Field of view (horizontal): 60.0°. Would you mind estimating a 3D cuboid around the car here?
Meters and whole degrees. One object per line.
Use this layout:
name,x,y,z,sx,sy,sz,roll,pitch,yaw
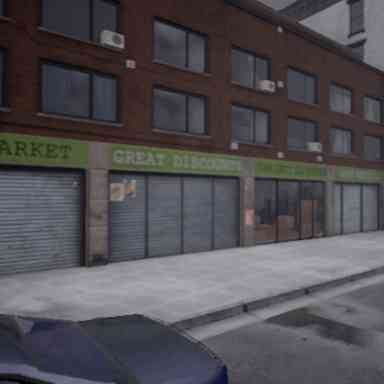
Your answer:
car,-2.127,1.561,1.663,5.357,1.411,2.033,1,-1,-37
